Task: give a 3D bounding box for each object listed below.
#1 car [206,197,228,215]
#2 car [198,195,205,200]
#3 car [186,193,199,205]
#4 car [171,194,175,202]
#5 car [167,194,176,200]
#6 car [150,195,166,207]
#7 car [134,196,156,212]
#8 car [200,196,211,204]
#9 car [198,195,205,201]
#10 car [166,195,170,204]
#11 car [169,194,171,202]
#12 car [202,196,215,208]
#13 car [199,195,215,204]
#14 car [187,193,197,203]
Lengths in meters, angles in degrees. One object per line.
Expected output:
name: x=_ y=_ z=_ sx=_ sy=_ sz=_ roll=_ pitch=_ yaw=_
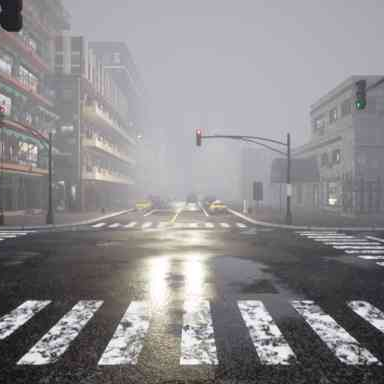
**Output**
car: x=2.677 y=1.544 z=34.079 sx=1.752 sy=1.417 sz=4.829 roll=0 pitch=0 yaw=0
car: x=2.648 y=1.670 z=94.840 sx=2.008 sy=1.369 sz=4.403 roll=0 pitch=0 yaw=0
car: x=-0.028 y=1.403 z=60.684 sx=2.097 sy=1.767 sz=4.553 roll=0 pitch=0 yaw=0
car: x=-5.725 y=1.627 z=78.218 sx=1.887 sy=1.381 sz=4.507 roll=0 pitch=0 yaw=0
car: x=-5.732 y=1.434 z=94.836 sx=2.192 sy=1.841 sz=5.009 roll=0 pitch=0 yaw=0
car: x=-5.711 y=1.351 z=50.522 sx=2.192 sy=1.841 sz=5.009 roll=0 pitch=0 yaw=0
car: x=-5.706 y=1.549 z=39.273 sx=1.752 sy=1.417 sz=4.829 roll=0 pitch=0 yaw=0
car: x=2.661 y=1.612 z=67.144 sx=2.008 sy=1.369 sz=4.403 roll=0 pitch=0 yaw=0
car: x=2.650 y=1.632 z=89.471 sx=1.752 sy=1.417 sz=4.829 roll=0 pitch=0 yaw=0
car: x=-5.717 y=1.603 z=61.600 sx=2.008 sy=1.369 sz=4.403 roll=0 pitch=0 yaw=0
car: x=-5.719 y=1.587 z=66.969 sx=1.752 sy=1.417 sz=4.829 roll=0 pitch=0 yaw=0
car: x=2.671 y=1.611 z=44.987 sx=1.802 sy=1.307 sz=4.206 roll=0 pitch=0 yaw=0
car: x=2.670 y=1.351 z=50.526 sx=2.192 sy=1.841 sz=5.009 roll=0 pitch=0 yaw=0
car: x=-0.032 y=1.182 z=70.747 sx=2.150 sy=2.045 sz=5.566 roll=0 pitch=0 yaw=0
